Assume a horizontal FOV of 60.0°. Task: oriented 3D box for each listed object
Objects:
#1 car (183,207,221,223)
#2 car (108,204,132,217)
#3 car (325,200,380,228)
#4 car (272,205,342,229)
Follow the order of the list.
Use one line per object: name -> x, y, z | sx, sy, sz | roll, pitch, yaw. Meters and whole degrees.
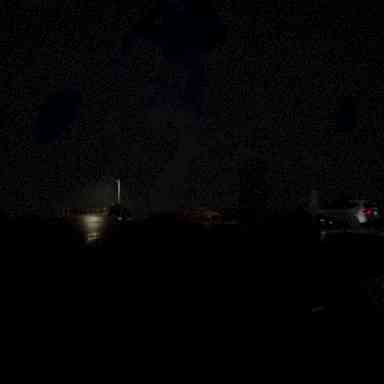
car -> 0.995, 2.395, 35.505 | 1.882, 1.535, 5.008 | 1, -3, -35
car -> -11.659, 2.960, 53.450 | 2.150, 2.045, 5.566 | 1, -3, -35
car -> 11.553, 1.680, 25.977 | 2.150, 2.045, 5.566 | 1, -3, -36
car -> 8.319, 1.961, 25.166 | 1.837, 1.490, 4.892 | 1, -3, -35
